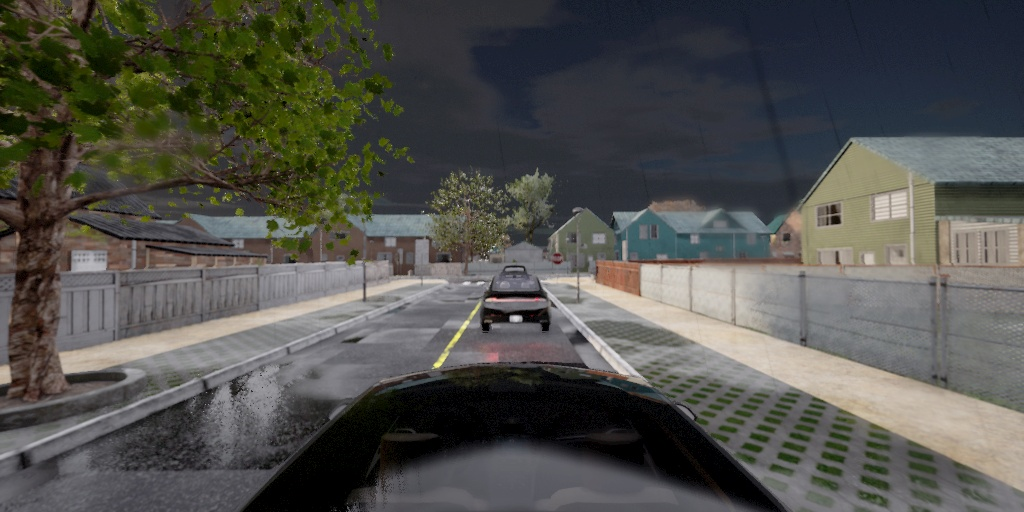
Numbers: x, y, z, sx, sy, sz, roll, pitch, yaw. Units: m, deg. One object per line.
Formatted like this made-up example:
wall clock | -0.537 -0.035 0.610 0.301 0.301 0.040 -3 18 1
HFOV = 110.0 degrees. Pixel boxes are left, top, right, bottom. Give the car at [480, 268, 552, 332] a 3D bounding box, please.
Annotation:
car | 0.097 1.285 10.968 2.128 1.511 4.902 0 0 0

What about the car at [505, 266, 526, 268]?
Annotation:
car | 0.210 1.354 23.206 1.837 1.490 4.892 0 0 2
